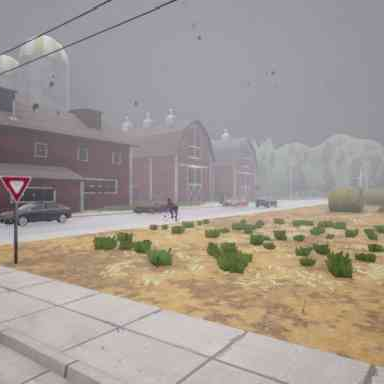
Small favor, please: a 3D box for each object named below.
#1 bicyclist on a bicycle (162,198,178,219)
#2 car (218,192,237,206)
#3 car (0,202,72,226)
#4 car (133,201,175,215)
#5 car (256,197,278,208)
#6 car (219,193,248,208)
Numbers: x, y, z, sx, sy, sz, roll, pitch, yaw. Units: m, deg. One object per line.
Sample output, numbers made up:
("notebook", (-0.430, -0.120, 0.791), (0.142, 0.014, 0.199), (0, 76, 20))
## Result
("bicyclist on a bicycle", (-1.497, 1.274, 23.328), (1.656, 1.620, 0.582), (0, 0, 35))
("car", (5.735, 1.117, 54.102), (1.905, 1.878, 3.866), (6, 1, -8))
("car", (-10.764, 1.478, 23.096), (1.837, 1.490, 4.892), (0, 0, 35))
("car", (-3.728, 1.573, 33.254), (1.895, 1.301, 4.718), (0, 0, 35))
("car", (10.758, 1.477, 47.758), (1.837, 1.490, 4.892), (0, 0, 35))
("car", (6.203, 1.391, 47.459), (2.097, 1.767, 4.553), (0, 0, 35))
